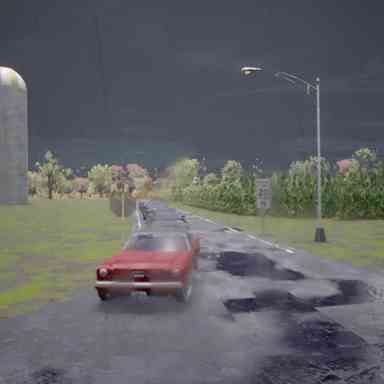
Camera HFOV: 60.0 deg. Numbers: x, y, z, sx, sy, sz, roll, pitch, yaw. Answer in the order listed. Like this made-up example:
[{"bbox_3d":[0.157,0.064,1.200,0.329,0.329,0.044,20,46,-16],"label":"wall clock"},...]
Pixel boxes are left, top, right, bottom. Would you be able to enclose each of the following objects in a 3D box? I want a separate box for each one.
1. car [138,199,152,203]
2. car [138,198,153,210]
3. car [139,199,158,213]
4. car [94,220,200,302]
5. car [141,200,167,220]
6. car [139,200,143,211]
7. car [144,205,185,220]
[{"bbox_3d":[-4.454,1.710,35.732,2.033,1.411,5.357,-1,0,-10],"label":"car"},{"bbox_3d":[-6.733,1.695,48.170,1.882,1.535,5.008,-1,0,-11],"label":"car"},{"bbox_3d":[-5.608,1.682,42.084,2.128,1.511,4.902,-1,0,-10],"label":"car"},{"bbox_3d":[-0.842,1.661,8.604,1.895,1.301,4.718,-1,0,5],"label":"car"},{"bbox_3d":[-2.305,1.600,23.444,2.128,1.511,4.902,-1,0,-10],"label":"car"},{"bbox_3d":[-3.417,1.701,29.866,1.994,1.385,4.181,-1,0,-10],"label":"car"},{"bbox_3d":[-1.353,1.649,17.798,1.994,1.385,4.181,-1,0,-10],"label":"car"}]
